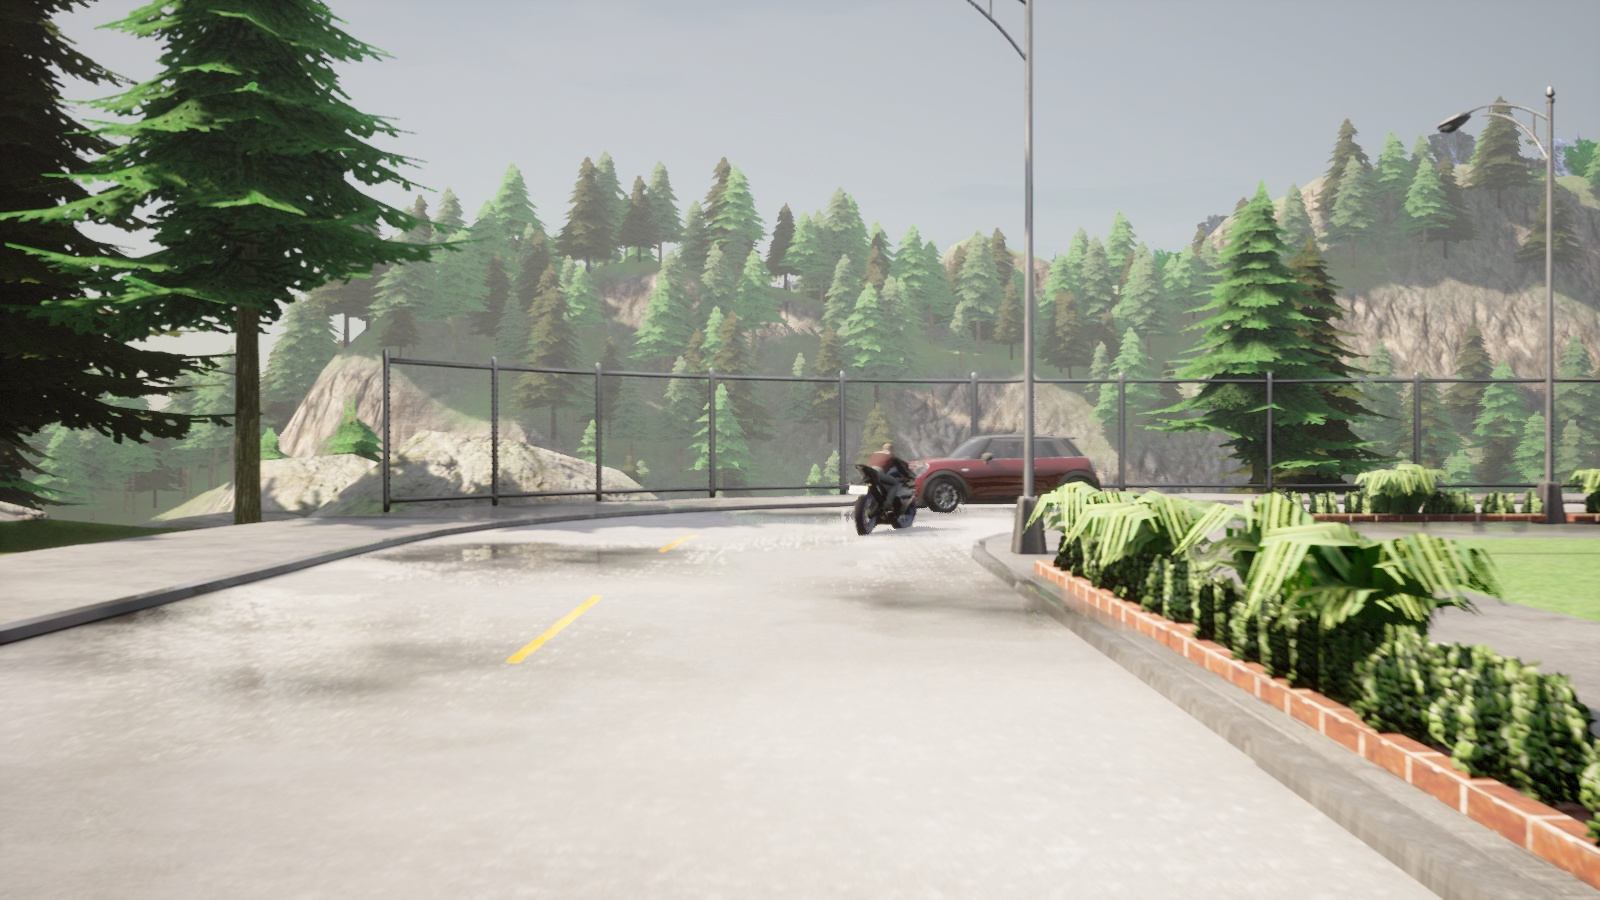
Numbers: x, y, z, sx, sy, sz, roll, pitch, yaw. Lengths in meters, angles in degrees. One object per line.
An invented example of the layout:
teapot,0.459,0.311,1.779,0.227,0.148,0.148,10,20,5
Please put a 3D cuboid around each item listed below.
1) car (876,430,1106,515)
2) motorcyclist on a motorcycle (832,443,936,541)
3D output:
car,4.144,0.454,27.614,4.553,1.767,2.097,0,0,-11
motorcyclist on a motorcycle,1.442,0.665,21.085,0.866,1.530,2.191,2,1,28
